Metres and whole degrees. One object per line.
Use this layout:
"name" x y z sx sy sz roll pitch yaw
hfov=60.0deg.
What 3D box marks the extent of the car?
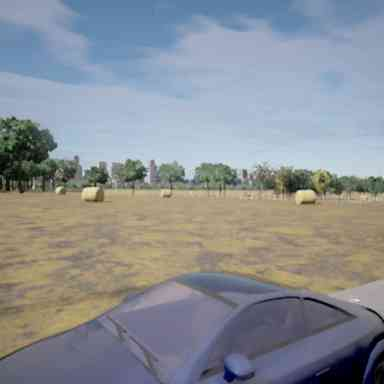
"car" 0.157 1.558 3.177 4.181 1.385 1.994 0 0 -34
